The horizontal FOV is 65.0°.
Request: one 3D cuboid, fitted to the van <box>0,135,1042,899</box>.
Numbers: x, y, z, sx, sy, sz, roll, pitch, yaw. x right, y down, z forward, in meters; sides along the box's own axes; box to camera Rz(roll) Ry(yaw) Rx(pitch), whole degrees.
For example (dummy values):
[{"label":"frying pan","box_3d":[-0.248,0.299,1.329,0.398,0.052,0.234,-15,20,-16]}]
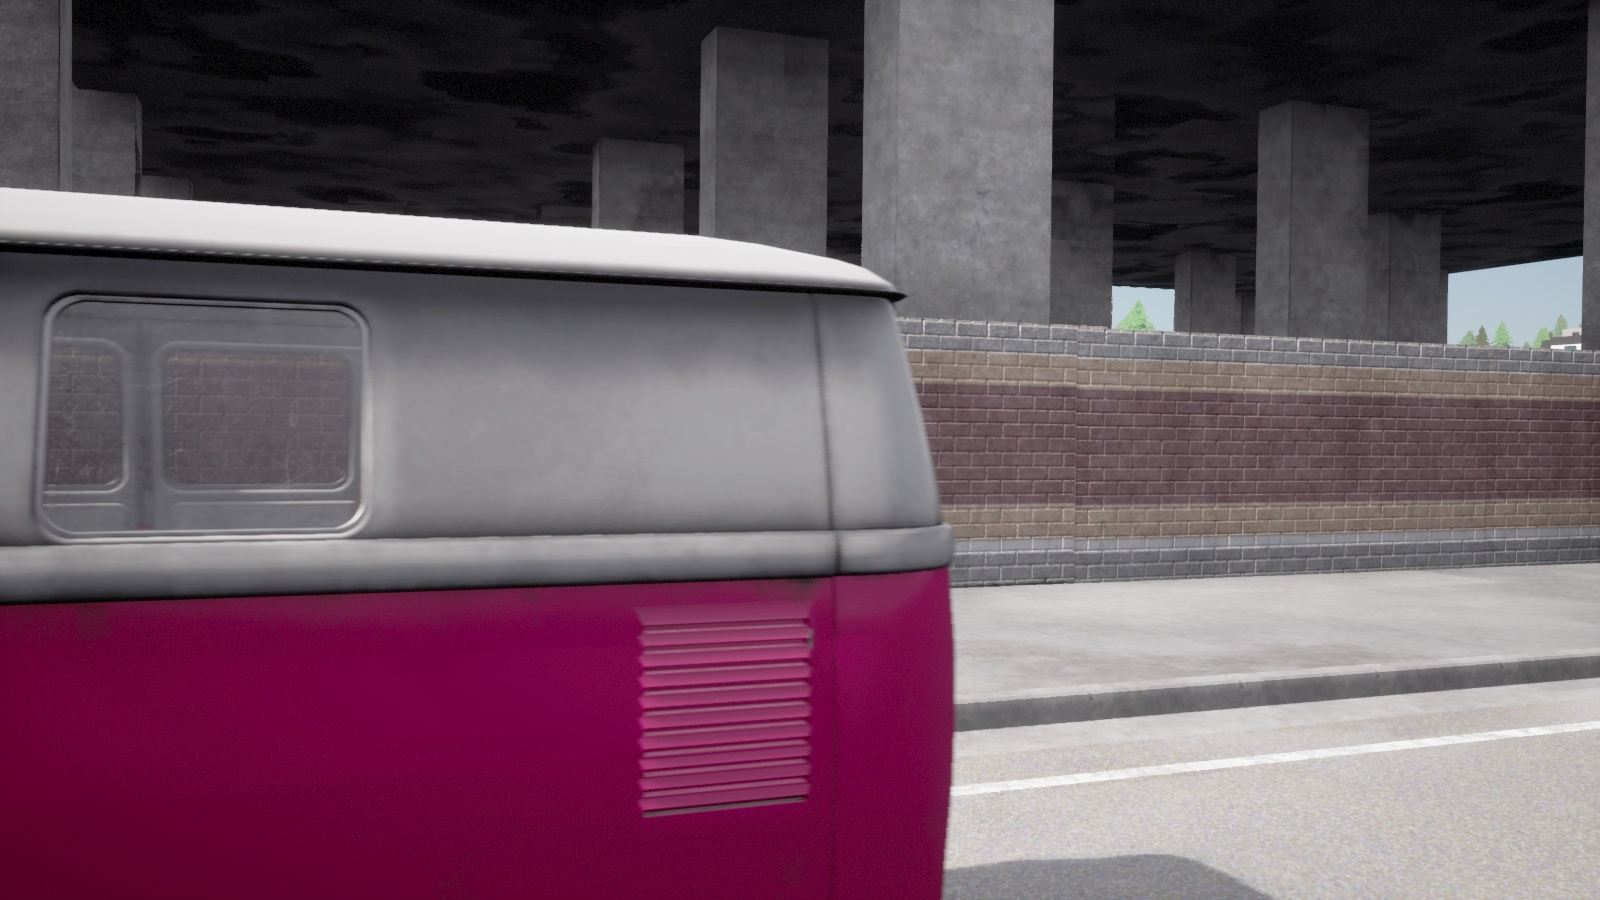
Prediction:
[{"label":"van","box_3d":[-1.918,0.531,2.508,4.442,1.987,1.775,-1,1,-21]}]
